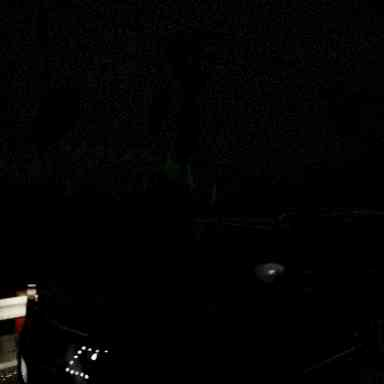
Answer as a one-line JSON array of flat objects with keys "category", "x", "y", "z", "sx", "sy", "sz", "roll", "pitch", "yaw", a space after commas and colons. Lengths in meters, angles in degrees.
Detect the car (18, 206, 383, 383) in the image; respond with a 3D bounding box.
[{"category": "car", "x": 0.809, "y": 1.239, "z": 4.493, "sx": 5.566, "sy": 2.045, "sz": 2.150, "roll": 1, "pitch": 0, "yaw": -34}]
